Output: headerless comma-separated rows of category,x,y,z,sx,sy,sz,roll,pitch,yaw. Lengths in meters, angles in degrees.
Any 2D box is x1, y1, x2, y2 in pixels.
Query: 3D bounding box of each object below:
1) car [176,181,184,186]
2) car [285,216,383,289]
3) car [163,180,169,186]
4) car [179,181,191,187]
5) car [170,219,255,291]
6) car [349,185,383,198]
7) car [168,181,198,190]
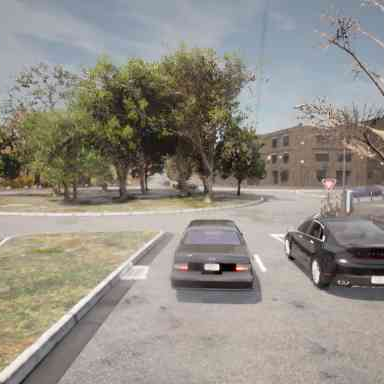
car,-3.076,-2.102,84.104,1.895,1.301,4.718,0,1,-4
car,3.808,1.415,8.900,1.837,1.490,4.892,0,1,4
car,-6.343,-2.188,84.113,1.837,1.490,4.892,0,1,-4
car,-1.623,-1.794,74.010,1.895,1.301,4.718,-1,2,-9
car,0.549,1.449,8.951,2.033,1.411,5.357,0,1,4
car,21.734,-0.113,41.063,5.357,1.411,2.033,-2,4,-24
car,-1.248,-1.085,58.770,2.033,1.411,5.357,-3,5,-44
